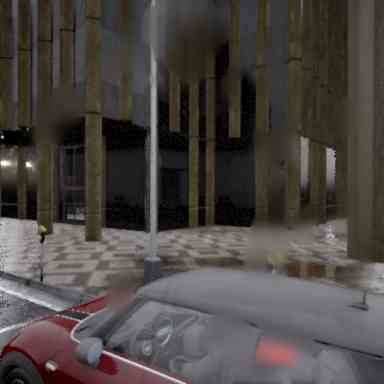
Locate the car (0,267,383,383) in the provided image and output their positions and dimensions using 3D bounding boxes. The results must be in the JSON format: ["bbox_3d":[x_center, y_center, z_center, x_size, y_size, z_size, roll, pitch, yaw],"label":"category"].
[{"bbox_3d":[0.056,1.432,2.924,4.097,1.590,1.967,0,0,36],"label":"car"}]
